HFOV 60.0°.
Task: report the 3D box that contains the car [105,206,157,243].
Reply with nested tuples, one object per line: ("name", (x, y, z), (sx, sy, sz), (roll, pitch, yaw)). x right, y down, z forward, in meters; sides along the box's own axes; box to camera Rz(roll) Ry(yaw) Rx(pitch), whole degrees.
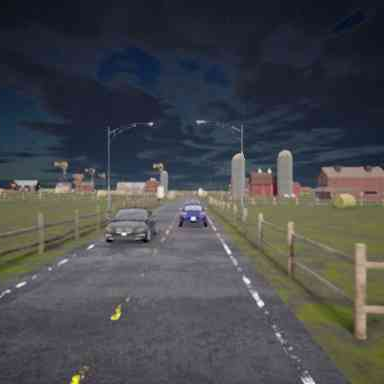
("car", (-2.755, 1.487, 15.970), (1.837, 1.490, 4.892), (0, 0, 0))

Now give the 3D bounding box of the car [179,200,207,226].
("car", (0.089, 1.498, 23.000), (1.812, 1.442, 4.674), (0, 0, 0))

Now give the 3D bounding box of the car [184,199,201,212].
("car", (0.107, 1.555, 39.740), (1.895, 1.301, 4.718), (0, 0, 0))
